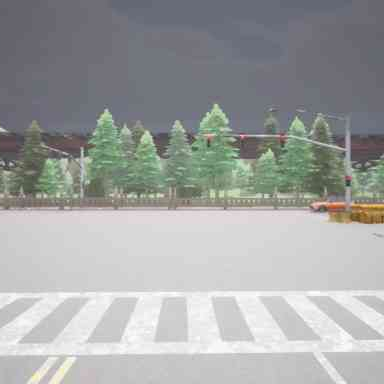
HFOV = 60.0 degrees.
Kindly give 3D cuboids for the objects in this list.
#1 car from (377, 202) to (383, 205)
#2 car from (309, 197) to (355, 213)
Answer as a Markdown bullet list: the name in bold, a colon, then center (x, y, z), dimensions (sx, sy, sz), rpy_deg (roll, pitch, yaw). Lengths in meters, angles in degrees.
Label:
- **car**: center (16.876, 1.564, 28.586), dimensions (4.181, 1.385, 1.994), rpy_deg (0, 0, -2)
- **car**: center (14.912, 1.352, 35.534), dimensions (4.553, 1.767, 2.097), rpy_deg (0, 0, -2)
